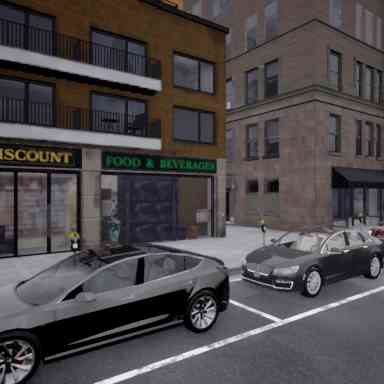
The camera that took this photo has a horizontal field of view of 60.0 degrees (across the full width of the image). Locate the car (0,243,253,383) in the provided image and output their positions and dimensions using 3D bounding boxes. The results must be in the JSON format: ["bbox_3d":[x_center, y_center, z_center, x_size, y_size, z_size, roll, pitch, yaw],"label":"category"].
[{"bbox_3d":[-1.327,1.566,5.240,4.313,1.339,1.947,0,0,-35],"label":"car"}]

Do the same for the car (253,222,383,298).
[{"bbox_3d":[3.181,1.551,8.421,4.403,1.369,2.008,0,0,-35],"label":"car"}]
